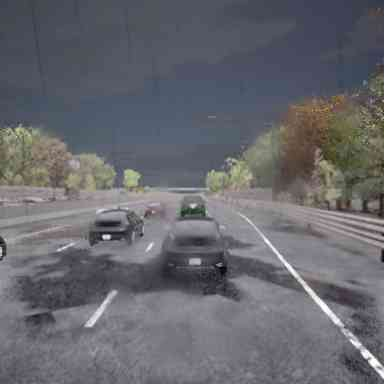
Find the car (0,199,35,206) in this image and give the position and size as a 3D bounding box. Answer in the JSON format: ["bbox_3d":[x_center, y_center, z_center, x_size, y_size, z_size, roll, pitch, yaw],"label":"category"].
[{"bbox_3d":[-17.605,1.474,33.630,2.097,1.767,4.553,0,0,0],"label":"car"}]

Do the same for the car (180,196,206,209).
[{"bbox_3d":[0.088,1.329,30.055,2.150,2.045,5.566,0,0,0],"label":"car"}]

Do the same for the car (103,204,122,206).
[{"bbox_3d":[-6.913,1.705,29.424,1.895,1.301,4.718,0,0,0],"label":"car"}]

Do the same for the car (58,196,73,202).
[{"bbox_3d":[-28.025,1.719,73.817,1.812,1.442,4.674,0,0,0],"label":"car"}]

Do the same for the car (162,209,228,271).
[{"bbox_3d":[0.088,1.542,10.961,1.837,1.490,4.892,0,0,0],"label":"car"}]

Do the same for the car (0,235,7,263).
[{"bbox_3d":[-6.915,1.536,8.823,1.837,1.490,4.892,0,0,0],"label":"car"}]

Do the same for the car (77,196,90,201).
[{"bbox_3d":[-24.526,1.683,75.628,2.033,1.411,5.357,0,0,0],"label":"car"}]

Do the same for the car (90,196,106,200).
[{"bbox_3d":[-21.026,1.621,75.629,1.882,1.535,5.008,0,0,0],"label":"car"}]

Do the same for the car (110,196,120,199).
[{"bbox_3d":[-17.526,1.644,75.631,1.837,1.490,4.892,0,0,0],"label":"car"}]

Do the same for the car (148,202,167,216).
[{"bbox_3d":[-3.413,1.641,32.001,1.812,1.442,4.674,0,0,0],"label":"car"}]

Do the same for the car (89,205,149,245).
[{"bbox_3d":[-3.408,1.558,15.699,1.837,1.490,4.892,0,0,0],"label":"car"}]
